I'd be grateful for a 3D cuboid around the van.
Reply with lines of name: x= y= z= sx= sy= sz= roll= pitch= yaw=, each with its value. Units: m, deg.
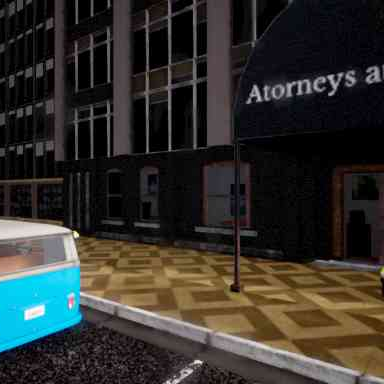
van: x=-3.561 y=1.341 z=5.438 sx=3.998 sy=1.788 sz=1.690 roll=0 pitch=0 yaw=36
